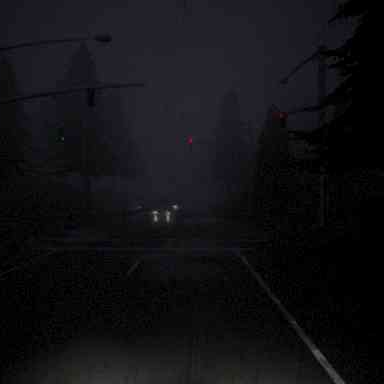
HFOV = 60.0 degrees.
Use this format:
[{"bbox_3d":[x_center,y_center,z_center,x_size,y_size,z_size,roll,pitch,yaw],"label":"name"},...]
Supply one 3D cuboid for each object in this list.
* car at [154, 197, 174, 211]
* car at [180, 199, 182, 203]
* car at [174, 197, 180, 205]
[{"bbox_3d":[-3.601,1.572,41.642,1.837,1.490,4.892,0,0,0],"label":"car"},{"bbox_3d":[-4.025,1.667,68.559,1.994,1.385,4.181,0,0,-39],"label":"car"},{"bbox_3d":[-3.985,1.697,59.489,1.895,1.301,4.718,0,0,-12],"label":"car"}]
